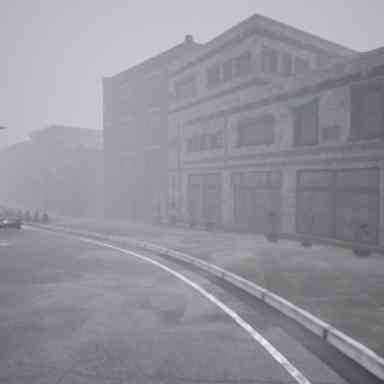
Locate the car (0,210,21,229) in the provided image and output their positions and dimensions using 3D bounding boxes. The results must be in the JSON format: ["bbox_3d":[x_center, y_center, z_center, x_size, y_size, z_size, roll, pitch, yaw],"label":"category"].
[{"bbox_3d":[-13.991,2.036,24.280,1.994,1.385,4.181,-2,0,-41],"label":"car"}]
